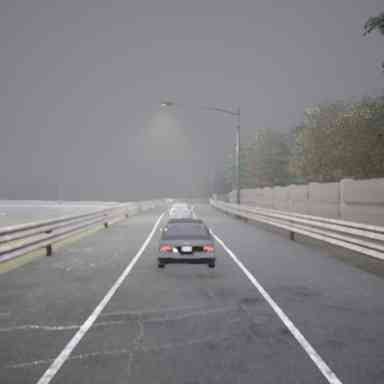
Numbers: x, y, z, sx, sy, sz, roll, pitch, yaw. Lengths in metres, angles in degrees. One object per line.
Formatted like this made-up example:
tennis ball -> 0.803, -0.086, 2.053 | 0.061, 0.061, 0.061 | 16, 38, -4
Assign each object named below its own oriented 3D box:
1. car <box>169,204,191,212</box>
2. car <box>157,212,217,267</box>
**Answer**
car -> -1.090, 1.777, 29.654 | 1.812, 1.442, 4.674 | 0, 0, -2
car -> -0.209, 1.650, 11.751 | 2.033, 1.411, 5.357 | 0, 0, -2
